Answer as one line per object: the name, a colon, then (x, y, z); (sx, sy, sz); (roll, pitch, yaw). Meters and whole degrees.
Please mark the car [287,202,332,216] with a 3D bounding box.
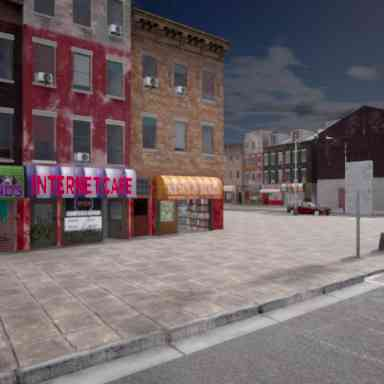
car: (11.502, 1.625, 32.806); (1.887, 1.381, 4.507); (-1, 0, -36)
